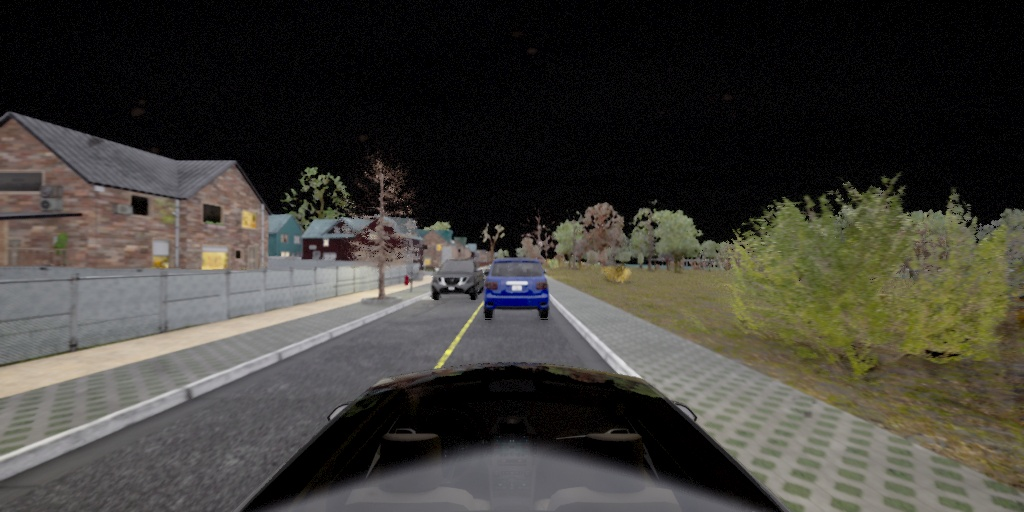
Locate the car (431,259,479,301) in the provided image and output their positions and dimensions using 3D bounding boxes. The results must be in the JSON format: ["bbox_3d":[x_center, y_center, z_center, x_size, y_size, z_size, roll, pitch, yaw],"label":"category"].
[{"bbox_3d":[-2.790,1.192,19.417,2.150,2.045,5.566,0,-1,0],"label":"car"}]

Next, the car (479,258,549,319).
[{"bbox_3d":[0.123,1.117,13.613,2.150,2.045,5.566,0,-1,-1],"label":"car"}]
